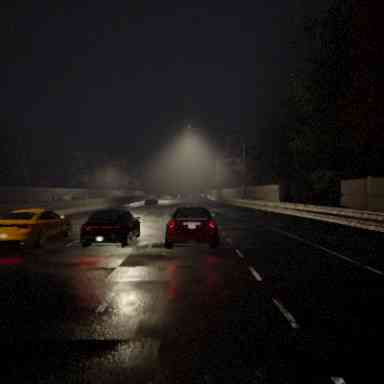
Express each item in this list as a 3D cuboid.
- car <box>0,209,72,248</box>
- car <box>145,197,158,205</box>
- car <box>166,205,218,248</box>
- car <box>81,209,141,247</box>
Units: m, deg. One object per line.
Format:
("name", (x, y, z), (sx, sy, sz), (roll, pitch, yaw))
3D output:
("car", (-7.005, 1.489, 14.907), (1.882, 1.535, 5.008), (0, 0, 0))
("car", (-7.021, 1.607, 58.092), (1.994, 1.385, 4.181), (0, 0, 0))
("car", (-0.006, 1.363, 15.077), (2.097, 1.767, 4.553), (0, 0, 0))
("car", (-3.503, 1.517, 15.009), (1.837, 1.490, 4.892), (0, 0, 0))
